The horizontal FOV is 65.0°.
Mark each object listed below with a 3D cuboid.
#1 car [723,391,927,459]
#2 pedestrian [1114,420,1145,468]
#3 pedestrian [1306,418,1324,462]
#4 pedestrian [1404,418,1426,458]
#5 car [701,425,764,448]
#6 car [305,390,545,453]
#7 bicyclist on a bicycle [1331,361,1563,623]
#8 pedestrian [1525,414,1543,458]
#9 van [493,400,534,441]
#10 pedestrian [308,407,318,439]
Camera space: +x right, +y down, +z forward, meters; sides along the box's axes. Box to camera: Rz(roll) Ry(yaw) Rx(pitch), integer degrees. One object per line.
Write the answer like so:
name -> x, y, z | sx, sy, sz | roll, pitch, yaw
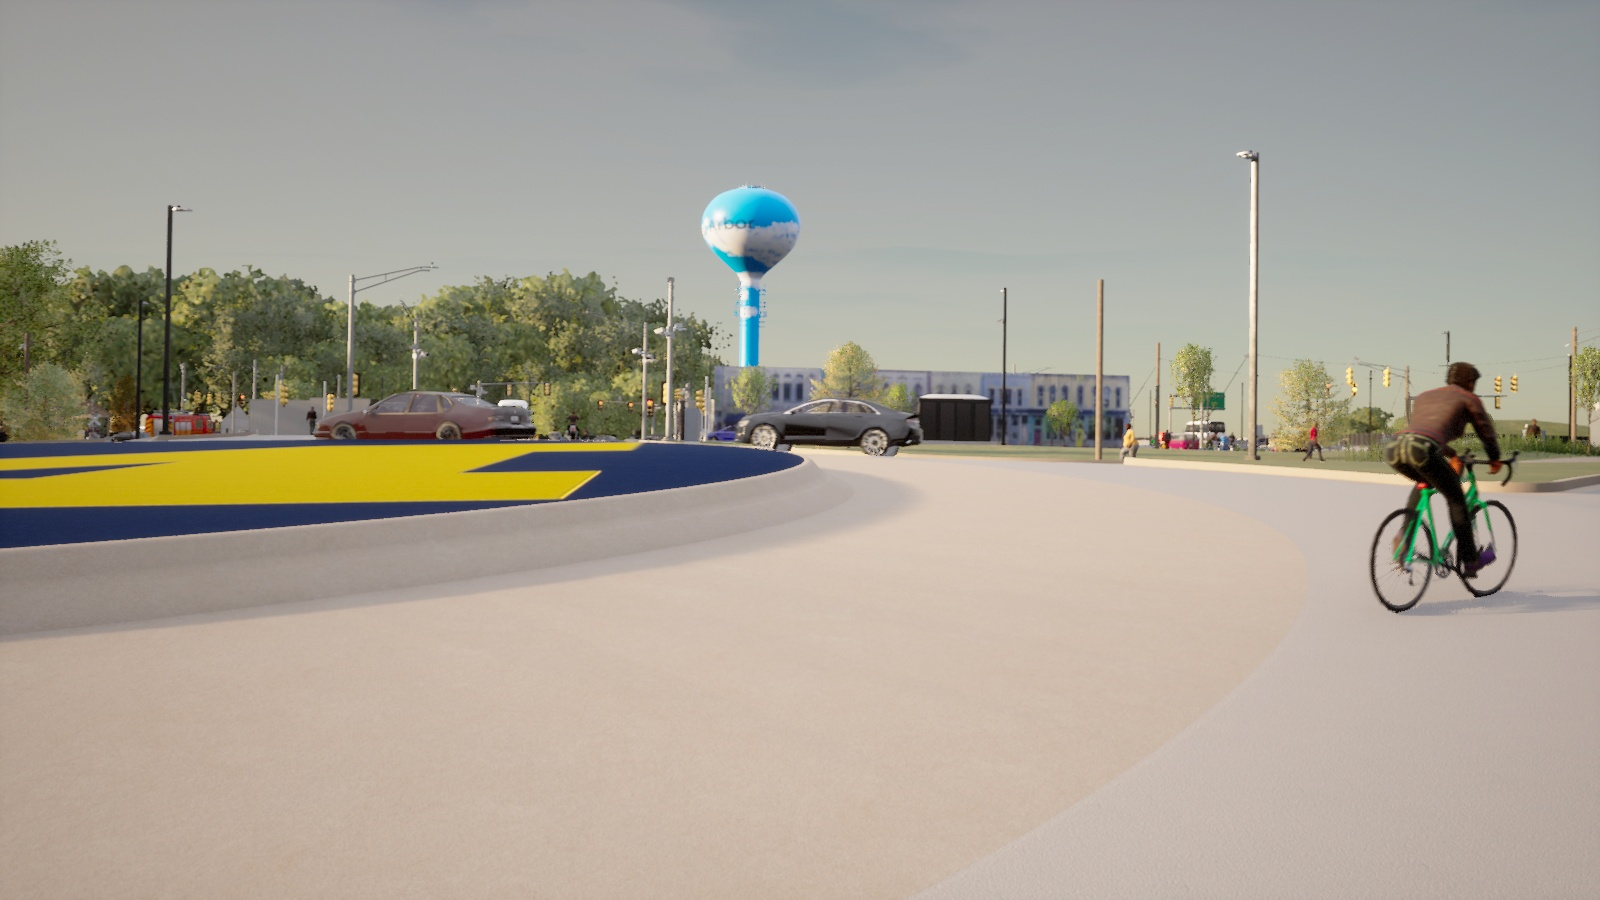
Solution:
car -> 0.699, -0.641, 32.684 | 4.902, 1.511, 2.128 | 2, 0, 14
pedestrian -> 13.092, -0.228, 49.875 | 0.900, 1.855, 0.874 | 1, -1, -9
pedestrian -> 21.472, -0.416, 52.355 | 0.636, 1.846, 0.331 | 1, -1, -4
pedestrian -> 30.282, -0.575, 61.849 | 0.659, 1.952, 0.873 | 1, -1, 4
car -> -4.627, -0.924, 86.023 | 4.193, 1.474, 1.816 | 1, -1, -6
car -> -9.009, -0.649, 30.158 | 5.357, 1.411, 2.033 | 0, 1, 21
bicyclist on a bicycle -> 4.356, 0.222, 8.428 | 1.656, 1.620, 0.582 | -3, 4, -31
pedestrian -> 31.092, -0.579, 53.190 | 0.431, 1.840, 0.703 | 0, -1, 11
van -> -15.387, -1.536, 67.412 | 2.069, 2.038, 4.480 | 1, 0, -13
pedestrian -> -29.023, -1.598, 74.847 | 0.376, 1.854, 0.720 | 1, -1, -6
